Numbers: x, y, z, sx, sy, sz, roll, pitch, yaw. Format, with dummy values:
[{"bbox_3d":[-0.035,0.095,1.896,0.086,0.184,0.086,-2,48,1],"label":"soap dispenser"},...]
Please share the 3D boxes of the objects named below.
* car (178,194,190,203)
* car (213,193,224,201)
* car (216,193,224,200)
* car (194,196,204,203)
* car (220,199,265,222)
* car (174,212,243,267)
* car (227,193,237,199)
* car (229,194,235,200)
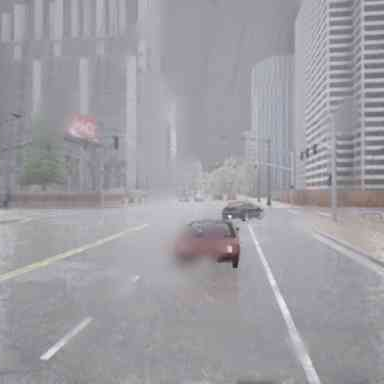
[{"bbox_3d":[-1.836,1.591,74.040,2.128,1.511,4.902,0,0,7],"label":"car"},{"bbox_3d":[6.499,1.280,83.913,2.150,2.045,5.566,0,0,7],"label":"car"},{"bbox_3d":[7.864,1.256,94.466,2.097,1.767,4.553,0,0,7],"label":"car"},{"bbox_3d":[1.636,1.585,73.591,1.812,1.442,4.674,0,0,7],"label":"car"},{"bbox_3d":[4.134,1.523,26.436,1.837,1.490,4.892,-2,-1,34],"label":"car"},{"bbox_3d":[0.701,1.610,11.492,1.895,1.301,4.718,0,0,8],"label":"car"},{"bbox_3d":[9.970,1.275,83.464,2.150,2.045,5.566,0,0,7],"label":"car"},{"bbox_3d":[11.339,1.420,94.047,1.812,1.442,4.674,0,0,7],"label":"car"}]
